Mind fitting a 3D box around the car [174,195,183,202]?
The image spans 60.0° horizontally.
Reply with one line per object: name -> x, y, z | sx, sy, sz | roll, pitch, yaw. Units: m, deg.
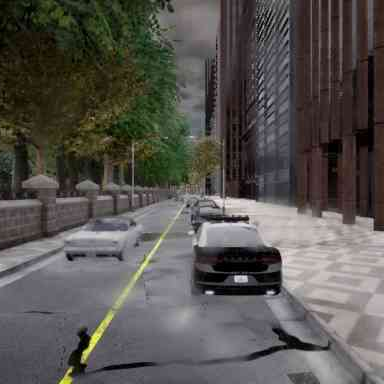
car -> -2.756, 1.453, 72.014 | 2.128, 1.511, 4.902 | 0, 0, 0

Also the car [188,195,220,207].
car -> 0.981, 1.334, 24.670 | 2.097, 1.767, 4.553 | 0, 0, 0

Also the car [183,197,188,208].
car -> 0.176, 1.509, 46.892 | 2.033, 1.411, 5.357 | 0, 0, 1

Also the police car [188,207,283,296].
police car -> 0.927, 1.423, 8.810 | 1.930, 1.638, 5.238 | 0, 0, 0

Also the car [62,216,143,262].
car -> -3.061, 1.596, 12.298 | 1.895, 1.301, 4.718 | 0, 0, 0

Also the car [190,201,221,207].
car -> 0.960, 1.494, 18.700 | 1.837, 1.490, 4.892 | 0, 0, 0
